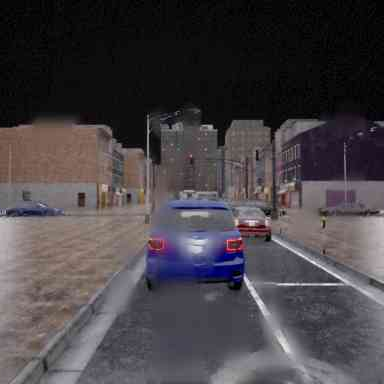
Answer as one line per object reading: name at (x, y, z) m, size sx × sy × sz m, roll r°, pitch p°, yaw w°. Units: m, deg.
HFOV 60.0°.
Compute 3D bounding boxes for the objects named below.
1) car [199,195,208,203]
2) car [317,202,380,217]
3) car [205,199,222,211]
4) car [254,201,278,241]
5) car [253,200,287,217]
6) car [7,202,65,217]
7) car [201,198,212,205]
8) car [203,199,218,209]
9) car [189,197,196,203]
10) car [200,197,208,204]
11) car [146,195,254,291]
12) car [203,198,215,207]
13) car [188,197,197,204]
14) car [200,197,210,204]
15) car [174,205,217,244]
car at (2.770, 1.754, 81.618) m, size 2.192 × 1.841 × 5.009 m, roll 1°, pitch -1°, yaw 0°
car at (14.756, 1.621, 31.585) m, size 5.357 × 1.411 × 2.033 m, roll 0°, pitch -2°, yaw 3°
car at (2.714, 1.683, 43.554) m, size 1.947 × 1.339 × 4.313 m, roll 1°, pitch 0°, yaw 0°
car at (2.683, 1.462, 16.807) m, size 1.967 × 1.590 × 4.097 m, roll 2°, pitch 0°, yaw 0°
car at (5.617, 1.472, 28.733) m, size 5.008 × 1.535 × 1.882 m, roll 0°, pitch -1°, yaw 0°
car at (-13.535, 1.561, 28.900) m, size 4.674 × 1.442 × 1.812 m, roll -1°, pitch -2°, yaw 0°
car at (2.742, 1.845, 65.303) m, size 1.947 × 1.339 × 4.313 m, roll 1°, pitch -1°, yaw 0°
car at (2.721, 1.717, 48.991) m, size 1.947 × 1.339 × 4.313 m, roll 1°, pitch 0°, yaw 0°
car at (0.115, 1.969, 84.379) m, size 1.837 × 1.490 × 4.892 m, roll 0°, pitch -1°, yaw 0°
car at (2.758, 1.910, 76.348) m, size 1.752 × 1.417 × 4.829 m, roll 1°, pitch -1°, yaw 0°
car at (0.052, 1.230, 9.201) m, size 2.150 × 2.045 × 5.566 m, roll 0°, pitch 0°, yaw -1°
car at (2.730, 1.715, 54.597) m, size 1.752 × 1.417 × 4.829 m, roll 1°, pitch 0°, yaw 0°
car at (0.102, 1.888, 74.231) m, size 2.128 × 1.511 × 4.902 m, roll 0°, pitch -1°, yaw 0°
car at (2.751, 1.857, 70.910) m, size 1.752 × 1.417 × 4.829 m, roll 1°, pitch -1°, yaw 0°
car at (0.118, 1.499, 16.994) m, size 1.882 × 1.535 × 5.008 m, roll 0°, pitch 0°, yaw -1°
